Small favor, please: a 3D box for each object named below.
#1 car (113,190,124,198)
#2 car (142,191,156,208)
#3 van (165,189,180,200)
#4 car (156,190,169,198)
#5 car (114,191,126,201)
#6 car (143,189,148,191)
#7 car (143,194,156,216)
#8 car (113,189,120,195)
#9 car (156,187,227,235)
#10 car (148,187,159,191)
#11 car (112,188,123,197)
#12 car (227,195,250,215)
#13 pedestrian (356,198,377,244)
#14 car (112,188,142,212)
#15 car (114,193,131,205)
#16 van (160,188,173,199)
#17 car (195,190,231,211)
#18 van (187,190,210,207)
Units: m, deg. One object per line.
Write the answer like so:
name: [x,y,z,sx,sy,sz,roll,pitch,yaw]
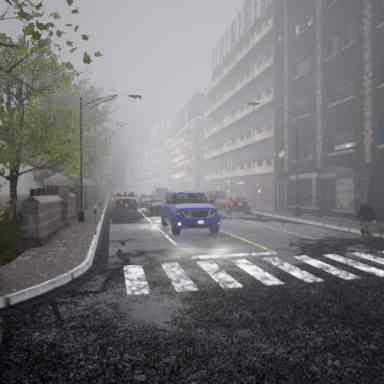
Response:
car: [-13.973,0.425,63.069,2.008,1.369,4.403,1,1,-14]
car: [-4.851,0.905,36.308,2.033,1.411,5.357,0,1,-14]
van: [-3.231,0.361,54.298,1.690,1.788,3.998,1,1,-14]
car: [-5.867,0.347,65.201,1.752,1.417,4.829,1,1,-14]
car: [-11.340,0.599,52.168,1.752,1.417,4.829,1,1,-14]
car: [-7.165,0.456,59.470,1.812,1.442,4.674,0,1,-14]
car: [-2.508,1.099,26.590,1.994,1.385,4.181,0,1,-14]
car: [-20.457,-0.049,89.911,1.947,1.339,4.313,1,1,-14]
car: [-0.262,0.927,17.278,2.150,2.045,5.566,0,1,-14]
car: [-4.733,0.335,49.416,2.150,2.045,5.566,0,1,-13]
car: [-16.563,-0.006,73.803,2.192,1.841,5.009,1,1,-14]
car: [3.252,0.949,27.457,1.967,1.590,4.097,1,1,-14]
pedestrian: [6.691,1.071,12.775,0.375,1.860,0.375,1,0,-14]
car: [-6.188,0.777,30.857,2.192,1.841,5.009,1,1,-14]
car: [-8.787,0.832,41.598,1.947,1.339,4.313,1,1,-14]
van: [-4.527,0.263,59.665,1.690,1.788,3.998,1,1,-14]
car: [1.957,0.726,32.823,2.192,1.841,5.009,1,1,-14]
van: [0.660,0.655,38.192,1.690,1.788,3.998,1,1,-14]
